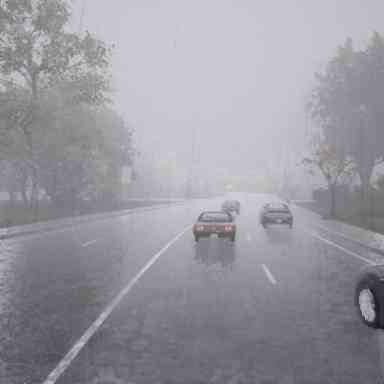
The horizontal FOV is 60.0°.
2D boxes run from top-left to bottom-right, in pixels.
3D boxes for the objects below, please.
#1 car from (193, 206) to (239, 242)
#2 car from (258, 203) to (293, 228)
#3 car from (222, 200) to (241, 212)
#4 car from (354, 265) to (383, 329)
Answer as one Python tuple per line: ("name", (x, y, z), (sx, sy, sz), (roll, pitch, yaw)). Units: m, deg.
("car", (1.200, 1.589, 16.398), (1.895, 1.301, 4.718), (0, 0, 6))
("car", (5.474, 1.490, 22.028), (2.128, 1.511, 4.902), (0, 0, 8))
("car", (4.122, 1.520, 35.076), (2.033, 1.411, 5.357), (0, 0, 11))
("car", (3.778, 1.512, 4.040), (1.837, 1.490, 4.892), (0, 0, 2))
